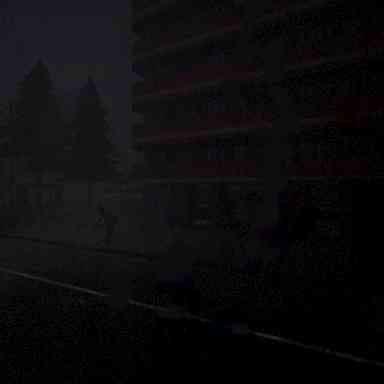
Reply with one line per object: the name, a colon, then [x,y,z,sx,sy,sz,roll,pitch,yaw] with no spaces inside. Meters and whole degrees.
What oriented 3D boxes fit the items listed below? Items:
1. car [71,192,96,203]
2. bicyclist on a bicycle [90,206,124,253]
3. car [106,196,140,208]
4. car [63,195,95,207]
car: [-17.016,1.085,49.837,2.150,2.045,5.566,0,0,35]
bicyclist on a bicycle: [-3.169,1.326,12.310,0.582,1.620,1.656,0,8,34]
car: [-8.869,1.235,43.022,2.097,1.767,4.553,0,0,35]
car: [-16.041,1.473,45.137,1.895,1.301,4.718,0,0,34]
